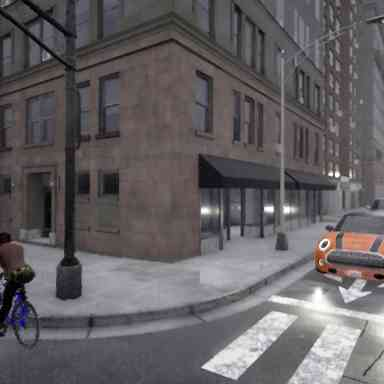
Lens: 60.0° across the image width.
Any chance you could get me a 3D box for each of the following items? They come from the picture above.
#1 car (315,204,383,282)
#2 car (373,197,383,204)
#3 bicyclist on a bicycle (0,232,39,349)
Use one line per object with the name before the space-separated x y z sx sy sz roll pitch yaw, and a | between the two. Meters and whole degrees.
car | 5.235 1.407 9.932 2.097 1.767 4.553 0 0 35
car | 10.847 1.316 17.953 2.150 2.045 5.566 0 0 36
bicyclist on a bicycle | -2.802 1.457 5.090 1.656 1.620 0.582 0 0 35
